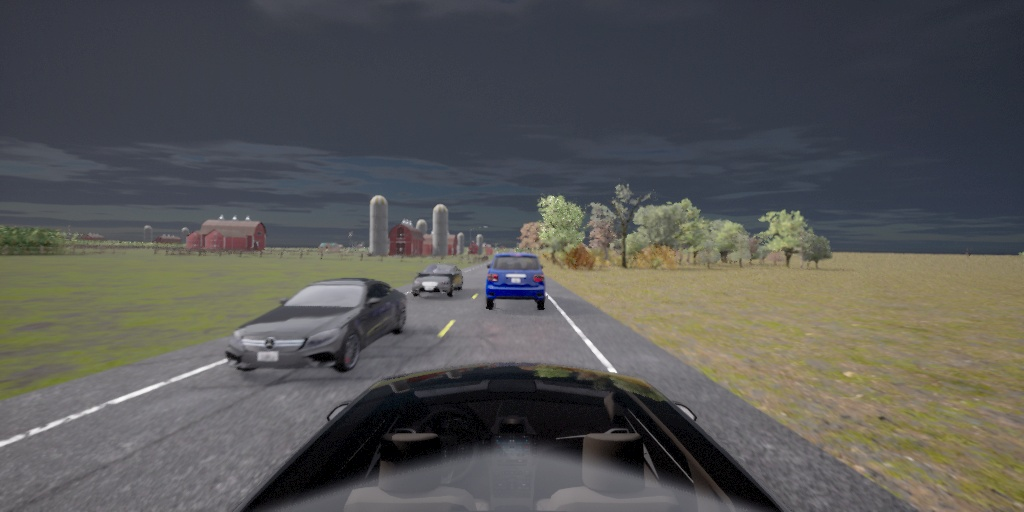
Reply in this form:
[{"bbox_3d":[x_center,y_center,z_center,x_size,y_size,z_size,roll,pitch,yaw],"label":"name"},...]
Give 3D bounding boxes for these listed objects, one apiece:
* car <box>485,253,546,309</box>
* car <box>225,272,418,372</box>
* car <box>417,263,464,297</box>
[{"bbox_3d":[0.127,0.908,14.690,2.150,2.045,5.566,1,0,0],"label":"car"},{"bbox_3d":[-3.590,1.210,7.605,1.812,1.442,4.674,1,0,0],"label":"car"},{"bbox_3d":[-3.570,1.127,18.008,2.128,1.511,4.902,1,0,0],"label":"car"}]
